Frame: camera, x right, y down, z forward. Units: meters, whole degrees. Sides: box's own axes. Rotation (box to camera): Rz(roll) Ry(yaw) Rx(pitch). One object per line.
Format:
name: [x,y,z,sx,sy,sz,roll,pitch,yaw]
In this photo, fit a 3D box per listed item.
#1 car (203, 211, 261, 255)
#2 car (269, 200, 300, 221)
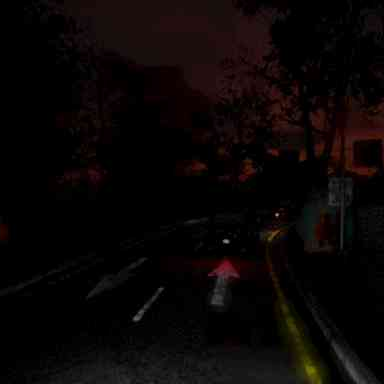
car: [1.768,1.523,13.886,1.882,1.535,5.008,0,1,14]
car: [7.850,1.401,26.568,1.837,1.490,4.892,1,2,39]
